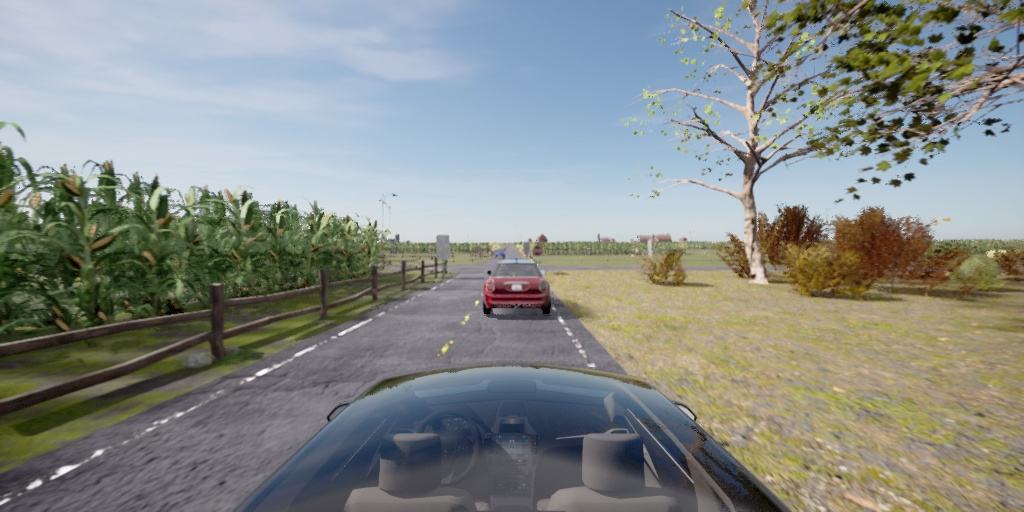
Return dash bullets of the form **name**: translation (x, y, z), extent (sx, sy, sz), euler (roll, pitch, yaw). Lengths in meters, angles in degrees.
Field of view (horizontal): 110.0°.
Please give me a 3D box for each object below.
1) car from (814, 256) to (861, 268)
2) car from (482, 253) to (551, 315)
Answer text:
- **car**: translation (37.277, 0.617, 40.787), extent (4.892, 1.490, 1.837), euler (1, 1, 0)
- **car**: translation (0.146, 0.898, 12.663), extent (2.097, 1.767, 4.553), euler (0, 1, 0)
